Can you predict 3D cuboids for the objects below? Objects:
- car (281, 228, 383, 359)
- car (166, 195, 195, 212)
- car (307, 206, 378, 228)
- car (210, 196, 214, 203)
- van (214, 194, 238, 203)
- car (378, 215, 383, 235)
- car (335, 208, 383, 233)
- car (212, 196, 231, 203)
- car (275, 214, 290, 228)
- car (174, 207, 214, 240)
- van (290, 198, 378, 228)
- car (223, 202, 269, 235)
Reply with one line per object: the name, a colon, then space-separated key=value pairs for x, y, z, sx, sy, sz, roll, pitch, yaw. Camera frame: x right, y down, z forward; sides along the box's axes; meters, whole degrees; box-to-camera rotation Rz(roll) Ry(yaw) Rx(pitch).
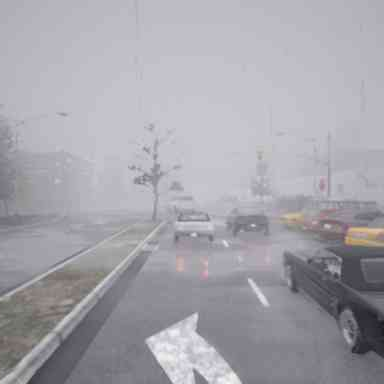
car: x=3.098 y=1.616 z=6.053 sx=1.895 sy=1.301 sz=4.718 roll=0 pitch=0 yaw=0
car: x=-1.359 y=1.394 z=38.346 sx=2.150 sy=2.045 sz=5.566 roll=0 pitch=-1 yaw=-18
car: x=8.089 y=1.574 z=15.260 sx=4.792 sy=1.488 sz=2.163 roll=1 pitch=-1 yaw=-20
car: x=7.861 y=2.003 z=82.358 sx=5.366 sy=1.575 sz=1.946 roll=1 pitch=-1 yaw=-20
van: x=7.932 y=1.530 z=73.456 sx=4.442 sy=1.987 sz=1.878 roll=1 pitch=-1 yaw=-20
car: x=8.060 y=1.519 z=9.283 sx=4.892 sy=1.521 sz=2.231 roll=1 pitch=-1 yaw=-20
car: x=8.239 y=1.530 z=12.331 sx=5.366 sy=1.575 sz=1.946 roll=1 pitch=-1 yaw=-20
car: x=8.062 y=2.137 z=91.368 sx=4.553 sy=1.767 sz=2.185 roll=1 pitch=-1 yaw=-20
car: x=7.889 y=1.567 z=21.146 sx=5.366 sy=1.575 sz=1.946 roll=1 pitch=0 yaw=-20
car: x=0.092 y=1.664 z=17.305 sx=1.895 sy=1.301 sz=4.718 roll=0 pitch=0 yaw=0
van: x=7.956 y=1.331 z=18.188 sx=4.442 sy=1.987 sz=1.878 roll=1 pitch=0 yaw=-20
car: x=3.091 y=1.550 z=19.234 sx=1.882 sy=1.535 sz=5.008 roll=0 pitch=0 yaw=0
